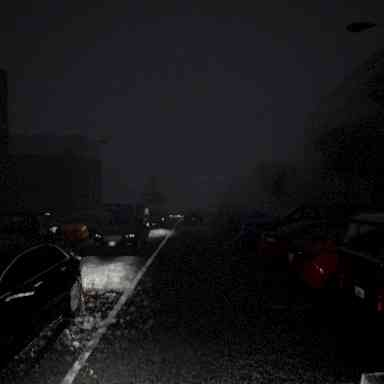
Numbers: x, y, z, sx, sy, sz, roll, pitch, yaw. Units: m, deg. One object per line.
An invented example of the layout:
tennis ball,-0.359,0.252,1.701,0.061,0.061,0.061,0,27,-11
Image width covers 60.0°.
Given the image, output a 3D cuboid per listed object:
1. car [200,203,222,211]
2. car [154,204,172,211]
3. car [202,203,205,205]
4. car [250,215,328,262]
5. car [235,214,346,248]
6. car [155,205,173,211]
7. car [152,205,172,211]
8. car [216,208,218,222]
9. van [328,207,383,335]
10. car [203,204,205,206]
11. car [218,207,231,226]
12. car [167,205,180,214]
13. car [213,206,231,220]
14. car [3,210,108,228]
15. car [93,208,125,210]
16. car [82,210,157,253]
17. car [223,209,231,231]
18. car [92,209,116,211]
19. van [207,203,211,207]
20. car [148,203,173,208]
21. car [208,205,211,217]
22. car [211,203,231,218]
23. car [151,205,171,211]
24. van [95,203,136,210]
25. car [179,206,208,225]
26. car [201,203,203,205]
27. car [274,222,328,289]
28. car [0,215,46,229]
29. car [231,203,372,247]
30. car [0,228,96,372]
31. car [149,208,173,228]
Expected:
car,4.728,3.773,83.337,5.566,2.045,2.435,0,-2,0
car,-7.599,4.040,87.914,4.553,1.767,2.185,0,-2,0
car,4.696,3.164,60.996,4.553,1.767,2.185,0,-2,0
car,4.662,1.643,10.793,5.008,1.535,2.097,0,-2,0
car,4.641,1.851,16.317,4.792,1.488,2.163,0,-2,0
car,-7.571,4.259,90.721,4.892,1.521,2.231,0,-2,0
car,-7.601,4.099,84.972,4.792,1.488,2.163,0,-2,0
car,4.713,2.218,27.487,4.792,1.488,2.163,0,-2,0
van,4.773,1.296,5.180,4.442,1.987,1.878,0,-1,0
car,4.752,3.227,58.201,4.792,1.488,2.163,0,-2,0
car,4.866,2.093,24.694,5.366,1.575,1.946,0,-2,0
car,-2.926,3.356,58.194,1.895,1.301,4.718,0,-2,0
car,4.873,2.277,30.279,5.366,1.575,1.946,0,-2,0
car,-7.628,1.930,18.985,4.792,1.488,2.163,0,-2,0
car,-7.647,2.119,24.438,4.674,1.452,2.002,0,-2,0
car,-3.076,1.793,15.284,2.128,1.511,4.902,0,-2,0
car,4.707,2.034,21.901,4.792,1.488,2.163,0,-2,0
car,-7.650,2.032,21.772,4.674,1.452,2.002,0,-2,0
van,4.589,2.513,44.247,4.442,1.987,1.878,0,-2,0
car,-7.615,3.432,73.235,5.566,2.045,2.435,0,-2,0
car,4.693,2.556,38.655,4.892,1.521,2.231,0,-2,0
car,4.663,2.338,35.869,4.553,1.767,2.185,0,-2,0
car,-7.573,4.013,82.034,4.674,1.452,2.002,0,-2,0
van,-7.755,2.129,32.815,4.442,1.987,1.878,0,-2,0
car,0.140,2.366,32.688,2.128,1.511,4.902,0,-2,0
car,4.759,3.130,63.794,5.566,2.045,2.435,0,-2,0
car,4.689,1.600,7.961,4.792,1.488,2.163,0,-1,0
car,-7.673,1.626,10.490,5.008,1.535,2.097,0,-1,0
car,4.638,1.478,13.534,5.566,2.045,2.435,0,-2,0
car,-3.092,1.540,4.864,1.837,1.490,4.892,0,-1,0
car,-3.029,2.349,28.868,1.895,1.301,4.718,0,-2,0
